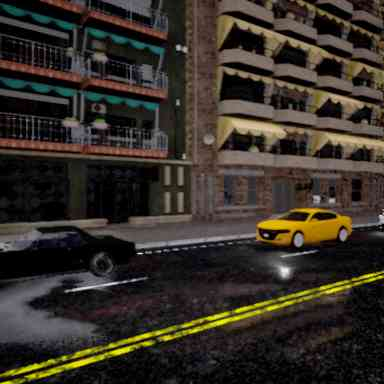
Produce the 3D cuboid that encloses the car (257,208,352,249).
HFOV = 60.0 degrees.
[{"bbox_3d":[5.091,1.497,14.906,5.008,1.535,1.882,0,0,-34],"label":"car"}]

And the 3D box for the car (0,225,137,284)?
[{"bbox_3d":[-3.985,1.595,8.758,4.718,1.301,1.895,0,0,-35],"label":"car"}]

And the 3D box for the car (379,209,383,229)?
[{"bbox_3d":[13.968,1.274,20.655,5.566,2.045,2.150,0,0,-33],"label":"car"}]
